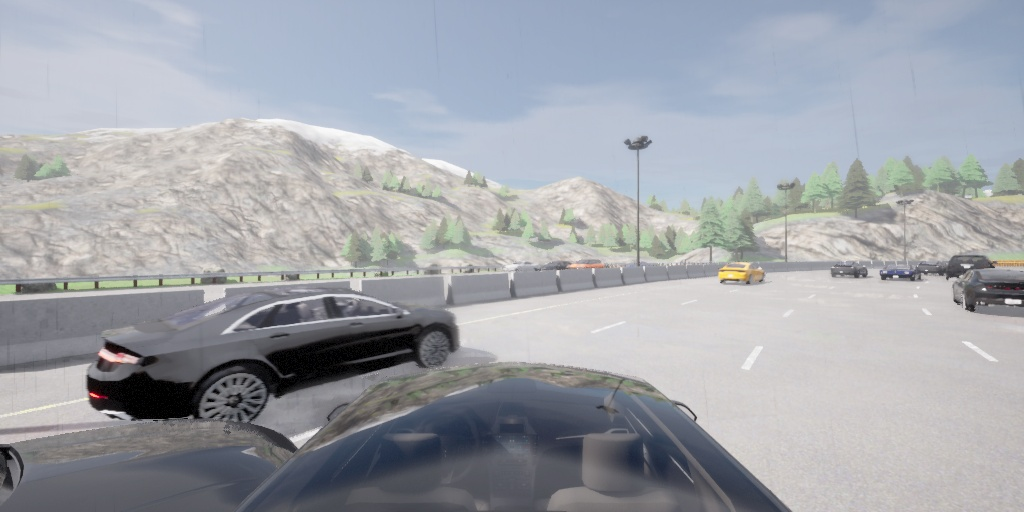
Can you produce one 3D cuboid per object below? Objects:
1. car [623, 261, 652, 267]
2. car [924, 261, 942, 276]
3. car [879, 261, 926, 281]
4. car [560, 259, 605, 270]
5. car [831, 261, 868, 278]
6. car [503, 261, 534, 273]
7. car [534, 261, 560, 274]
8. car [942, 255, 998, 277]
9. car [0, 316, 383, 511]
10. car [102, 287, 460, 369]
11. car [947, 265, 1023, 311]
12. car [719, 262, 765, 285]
[{"bbox_3d":[12.886,1.275,37.054,4.674,1.442,1.812,0,0,-40],"label":"car"},{"bbox_3d":[43.324,1.242,36.882,4.902,1.511,2.128,0,0,-31],"label":"car"},{"bbox_3d":[32.284,1.351,29.733,4.718,1.301,1.895,0,0,-35],"label":"car"},{"bbox_3d":[7.589,1.101,37.148,4.553,1.767,2.097,0,0,-40],"label":"car"},{"bbox_3d":[31.385,1.242,33.364,4.902,1.511,2.128,0,0,-35],"label":"car"},{"bbox_3d":[1.149,1.276,40.792,4.674,1.442,1.812,0,0,-42],"label":"car"},{"bbox_3d":[5.100,1.257,39.622,4.892,1.490,1.837,1,-1,-41],"label":"car"},{"bbox_3d":[36.307,0.964,28.343,5.566,2.045,2.150,1,-1,-34],"label":"car"},{"bbox_3d":[-2.984,1.255,0.567,4.892,1.490,1.837,0,0,-45],"label":"car"},{"bbox_3d":[-2.975,1.241,5.699,2.128,1.511,4.902,0,0,38],"label":"car"},{"bbox_3d":[18.266,1.255,13.516,4.892,1.490,1.837,0,0,-44],"label":"car"},{"bbox_3d":[17.163,1.228,26.698,5.008,1.535,1.882,0,0,-41],"label":"car"}]
